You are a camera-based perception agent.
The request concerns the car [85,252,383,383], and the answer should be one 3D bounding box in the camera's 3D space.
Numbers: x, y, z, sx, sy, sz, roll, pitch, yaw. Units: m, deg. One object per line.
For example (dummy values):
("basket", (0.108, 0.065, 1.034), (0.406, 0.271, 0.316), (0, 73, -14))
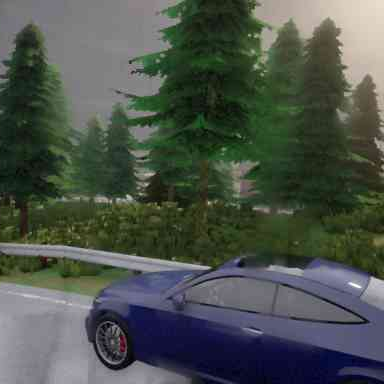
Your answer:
("car", (0.788, 1.499, 4.077), (4.674, 1.442, 1.812), (1, 1, 31))
